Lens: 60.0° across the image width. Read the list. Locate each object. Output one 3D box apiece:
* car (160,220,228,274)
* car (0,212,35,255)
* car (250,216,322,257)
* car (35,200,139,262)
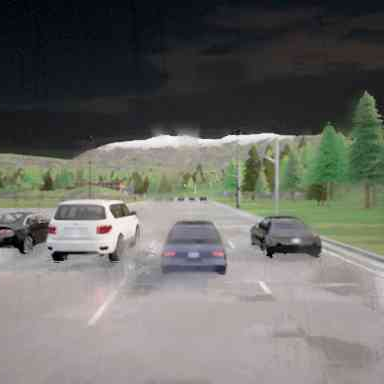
[{"bbox_3d":[0.062,1.607,10.673,2.033,1.411,5.357,0,0,0],"label":"car"},{"bbox_3d":[-6.925,1.567,13.678,2.128,1.511,4.902,0,0,0],"label":"car"},{"bbox_3d":[3.574,1.638,13.338,1.994,1.385,4.181,0,0,0],"label":"car"},{"bbox_3d":[-3.430,1.293,12.529,2.150,2.045,5.566,0,0,0],"label":"car"}]
